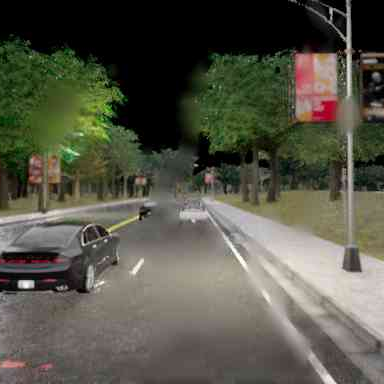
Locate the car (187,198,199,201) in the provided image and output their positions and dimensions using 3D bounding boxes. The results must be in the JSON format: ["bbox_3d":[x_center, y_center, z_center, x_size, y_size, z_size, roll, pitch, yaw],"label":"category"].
[{"bbox_3d":[0.095,1.468,41.812,2.128,1.511,4.902,0,0,0],"label":"car"}]

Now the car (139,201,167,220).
[{"bbox_3d":[-3.153,1.463,27.513,1.882,1.535,5.008,0,0,0],"label":"car"}]

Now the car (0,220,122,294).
[{"bbox_3d":[-3.151,1.501,8.738,1.837,1.490,4.892,0,0,0],"label":"car"}]

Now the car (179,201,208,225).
[{"bbox_3d":[0.096,1.589,23.828,1.895,1.301,4.718,0,0,0],"label":"car"}]
